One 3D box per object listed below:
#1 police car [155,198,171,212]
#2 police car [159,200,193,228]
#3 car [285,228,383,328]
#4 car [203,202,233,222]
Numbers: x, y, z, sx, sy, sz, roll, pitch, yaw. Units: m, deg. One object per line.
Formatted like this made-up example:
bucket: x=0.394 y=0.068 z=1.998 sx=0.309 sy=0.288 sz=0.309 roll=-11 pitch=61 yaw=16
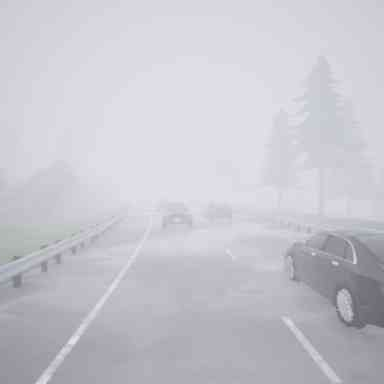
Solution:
police car: x=-3.495 y=1.515 z=41.033 sx=1.930 sy=1.638 sz=5.238 roll=0 pitch=0 yaw=-9
police car: x=-1.084 y=1.553 z=22.827 sx=2.038 sy=1.542 sz=4.974 roll=0 pitch=0 yaw=-5
car: x=3.424 y=1.513 z=6.970 sx=1.837 sy=1.490 sz=4.892 roll=0 pitch=0 yaw=-2
car: x=2.011 y=1.543 z=26.972 sx=2.128 sy=1.511 sz=4.902 roll=0 pitch=0 yaw=-6
